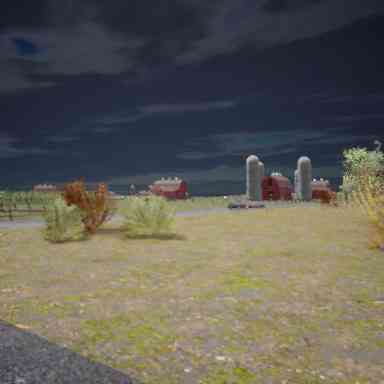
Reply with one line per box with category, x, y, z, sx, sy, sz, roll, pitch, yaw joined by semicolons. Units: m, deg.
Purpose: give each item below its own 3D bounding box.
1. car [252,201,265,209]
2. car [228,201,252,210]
car;12.395;2.451;63.626;1.994;1.385;4.181;-2;-2;36
car;7.904;2.306;57.324;1.837;1.490;4.892;-2;-2;36
